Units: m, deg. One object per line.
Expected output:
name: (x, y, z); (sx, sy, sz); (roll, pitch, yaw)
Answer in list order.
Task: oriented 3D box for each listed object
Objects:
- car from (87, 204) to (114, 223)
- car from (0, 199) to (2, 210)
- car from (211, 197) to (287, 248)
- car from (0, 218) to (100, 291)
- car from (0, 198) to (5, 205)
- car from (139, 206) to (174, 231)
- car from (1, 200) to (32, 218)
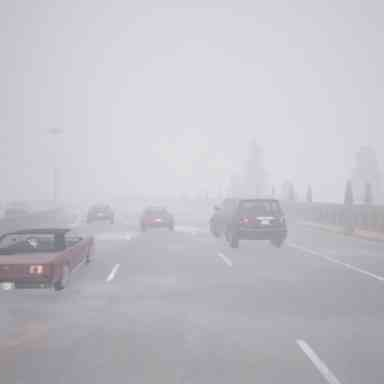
car: (-7.147, 1.612, 26.068); (1.994, 1.385, 4.181); (0, 0, -15)
car: (-25.562, 1.731, 43.149); (2.033, 1.411, 5.357); (0, 0, -29)
car: (2.345, 1.225, 15.042); (2.150, 2.045, 5.566); (0, 0, -8)
car: (-3.942, 1.614, 8.933); (1.895, 1.301, 4.718); (0, 0, -5)
car: (-38.902, 1.897, 66.140); (1.812, 1.442, 4.674); (0, 0, -44)
car: (-2.315, 1.588, 21.029); (1.994, 1.385, 4.181); (0, 0, -11)
car: (-16.543, 1.576, 31.825); (1.882, 1.535, 5.008); (0, 0, -21)
